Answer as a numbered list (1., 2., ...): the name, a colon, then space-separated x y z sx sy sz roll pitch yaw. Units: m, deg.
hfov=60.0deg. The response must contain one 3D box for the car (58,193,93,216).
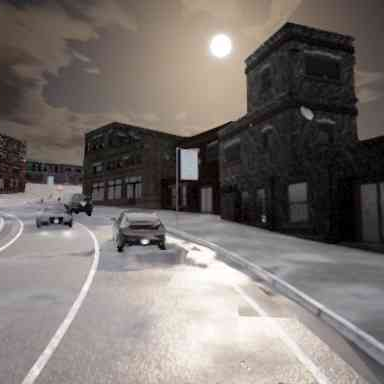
1. car: -11.174 1.171 31.359 2.150 2.045 5.566 3 -1 -37

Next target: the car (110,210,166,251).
1. car: -2.364 1.528 14.282 1.837 1.490 4.892 1 0 -16

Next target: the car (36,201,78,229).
1. car: -8.754 1.485 21.090 1.994 1.385 4.181 2 0 -27
